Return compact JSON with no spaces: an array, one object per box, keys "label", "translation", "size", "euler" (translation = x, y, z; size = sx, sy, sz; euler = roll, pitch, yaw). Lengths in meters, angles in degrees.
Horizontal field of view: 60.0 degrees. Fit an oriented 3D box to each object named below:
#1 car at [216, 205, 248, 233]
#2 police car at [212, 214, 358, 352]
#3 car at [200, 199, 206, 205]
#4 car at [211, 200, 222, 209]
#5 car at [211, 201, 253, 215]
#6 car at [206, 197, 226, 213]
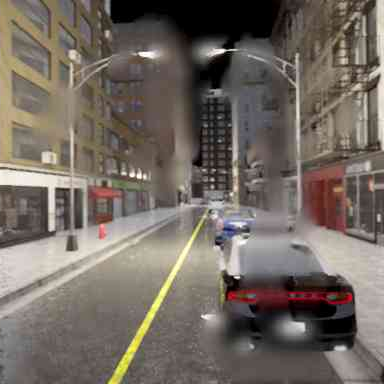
[{"label":"car","translation":[2.571,1.704,22.506],"size":[1.882,1.535,5.008],"euler":[-1,-1,4]},{"label":"police car","translation":[1.443,1.486,6.658],"size":[1.930,1.638,5.238],"euler":[-1,-1,4]},{"label":"car","translation":[2.964,2.373,78.409],"size":[1.837,1.490,4.892],"euler":[-1,-1,4]},{"label":"car","translation":[4.346,2.149,59.068],"size":[1.812,1.442,4.674],"euler":[-1,-1,4]},{"label":"car","translation":[2.141,1.514,16.494],"size":[2.097,1.767,4.553],"euler":[-1,-1,4]},{"label":"car","translation":[3.328,1.686,44.309],"size":[2.150,2.045,5.566],"euler":[-1,-1,4]}]
